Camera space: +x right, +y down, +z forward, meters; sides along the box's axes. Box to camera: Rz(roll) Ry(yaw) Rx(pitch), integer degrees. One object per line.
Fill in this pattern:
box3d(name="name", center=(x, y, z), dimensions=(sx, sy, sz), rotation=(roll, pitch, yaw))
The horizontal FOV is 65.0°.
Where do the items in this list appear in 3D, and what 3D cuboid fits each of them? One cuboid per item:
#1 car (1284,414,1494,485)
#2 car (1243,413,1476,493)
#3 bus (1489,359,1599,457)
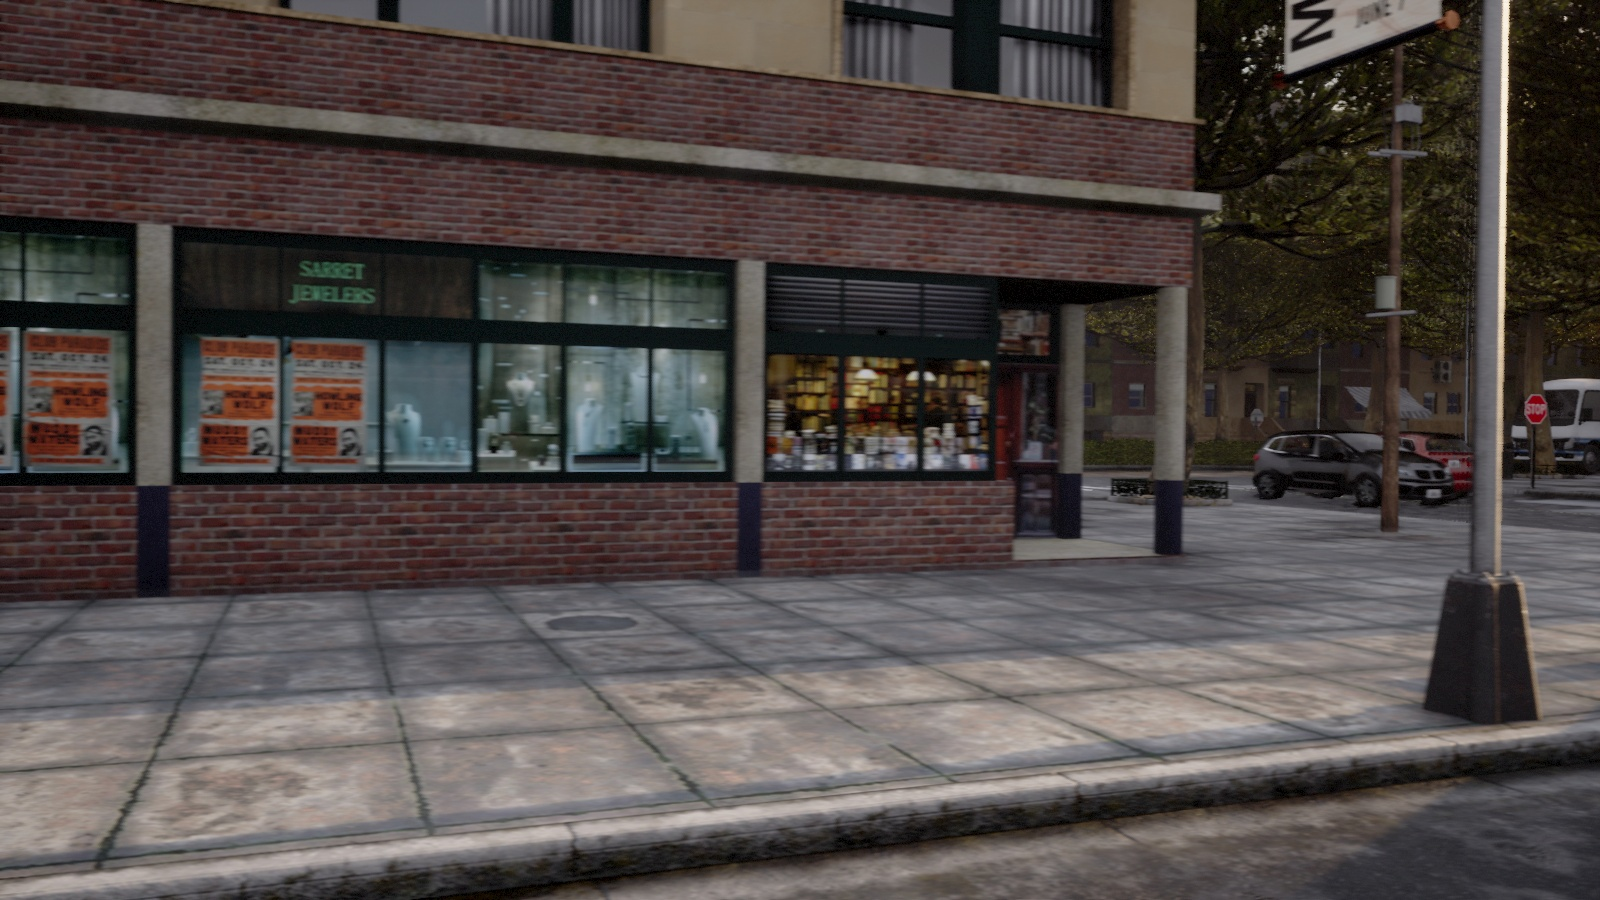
box3d(name="car", center=(15.063, -0.048, 32.436), dimensions=(2.242, 1.667, 4.611), rotation=(-1, 1, -22))
box3d(name="car", center=(12.724, 0.034, 28.912), dimensions=(2.242, 1.667, 4.611), rotation=(-1, 1, -23))
box3d(name="bus", center=(37.384, -1.928, 58.112), dimensions=(10.273, 4.253, 3.944), rotation=(-1, 1, -21))
